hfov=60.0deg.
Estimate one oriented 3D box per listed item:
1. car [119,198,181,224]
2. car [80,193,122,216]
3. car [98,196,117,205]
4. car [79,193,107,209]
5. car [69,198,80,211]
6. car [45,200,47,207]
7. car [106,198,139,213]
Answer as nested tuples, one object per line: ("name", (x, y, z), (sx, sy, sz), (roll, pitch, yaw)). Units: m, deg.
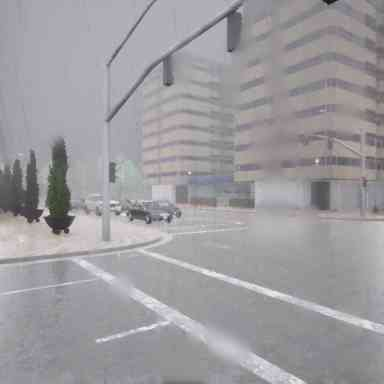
("car", (-3.241, 1.491, 24.710), (2.128, 1.511, 4.902), (0, 0, -35))
("car", (-8.894, 1.222, 32.798), (2.150, 2.045, 5.566), (0, 0, -35))
("car", (-15.465, 1.526, 60.874), (1.812, 1.442, 4.674), (0, 0, -35))
("car", (-13.759, 1.221, 45.914), (2.150, 2.045, 5.566), (0, 0, -34))
("car", (-14.506, 1.526, 40.826), (1.812, 1.442, 4.674), (0, 0, -35))
("car", (-20.475, 1.478, 49.455), (1.882, 1.535, 5.008), (0, 0, -34))
("car", (-7.859, 1.505, 37.431), (1.837, 1.490, 4.892), (0, 0, -35))
